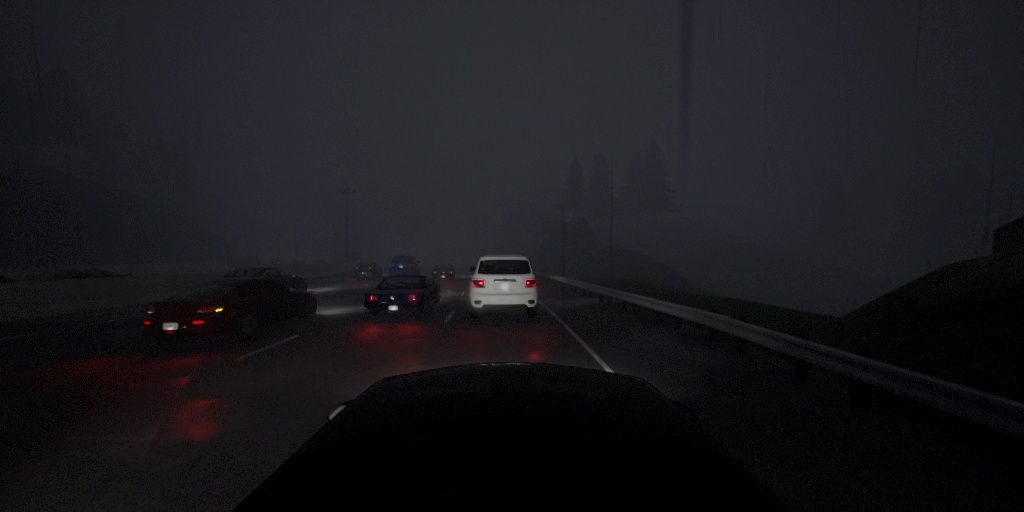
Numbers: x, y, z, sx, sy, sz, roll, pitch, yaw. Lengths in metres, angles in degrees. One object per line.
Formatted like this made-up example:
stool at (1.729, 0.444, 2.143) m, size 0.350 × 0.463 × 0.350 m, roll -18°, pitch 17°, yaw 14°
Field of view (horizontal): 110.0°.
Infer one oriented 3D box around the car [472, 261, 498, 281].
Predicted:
car at (-2.484, 1.264, 31.842) m, size 1.837 × 1.490 × 4.892 m, roll 0°, pitch 0°, yaw -9°

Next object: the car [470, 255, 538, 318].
car at (-0.371, 0.974, 13.269) m, size 2.150 × 2.045 × 5.566 m, roll 0°, pitch 0°, yaw -3°

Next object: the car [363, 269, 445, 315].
car at (-3.896, 1.361, 13.582) m, size 1.895 × 1.301 × 4.718 m, roll 0°, pitch 0°, yaw -4°

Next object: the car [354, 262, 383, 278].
car at (-13.450, 1.274, 33.730) m, size 2.128 × 1.511 × 4.902 m, roll 0°, pitch 0°, yaw -10°

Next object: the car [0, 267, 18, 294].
car at (-29.007, 1.361, 17.756) m, size 2.033 × 1.411 × 5.357 m, roll 0°, pitch 0°, yaw -6°

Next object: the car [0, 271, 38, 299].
car at (-25.350, 1.406, 16.192) m, size 1.895 × 1.301 × 4.718 m, roll 0°, pitch 0°, yaw -5°

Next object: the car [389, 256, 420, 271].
car at (-9.679, 0.996, 32.560) m, size 2.150 × 2.045 × 5.566 m, roll 0°, pitch 0°, yaw -10°

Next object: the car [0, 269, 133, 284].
car at (-21.981, 1.346, 17.826) m, size 2.033 × 1.411 × 5.357 m, roll 0°, pitch 0°, yaw -6°

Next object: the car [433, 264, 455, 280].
car at (-5.874, 1.367, 31.029) m, size 1.895 × 1.301 × 4.718 m, roll 0°, pitch 0°, yaw -9°

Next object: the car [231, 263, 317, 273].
car at (-11.134, 1.267, 16.151) m, size 2.128 × 1.511 × 4.902 m, roll 0°, pitch 0°, yaw -5°

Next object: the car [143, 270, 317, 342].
car at (-7.200, 1.292, 9.745) m, size 1.812 × 1.442 × 4.674 m, roll 0°, pitch 0°, yaw -3°
